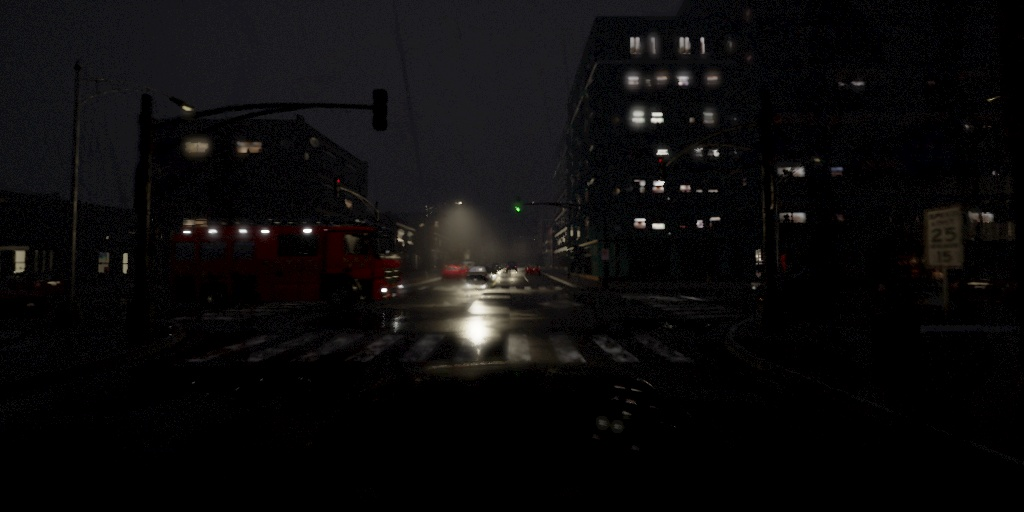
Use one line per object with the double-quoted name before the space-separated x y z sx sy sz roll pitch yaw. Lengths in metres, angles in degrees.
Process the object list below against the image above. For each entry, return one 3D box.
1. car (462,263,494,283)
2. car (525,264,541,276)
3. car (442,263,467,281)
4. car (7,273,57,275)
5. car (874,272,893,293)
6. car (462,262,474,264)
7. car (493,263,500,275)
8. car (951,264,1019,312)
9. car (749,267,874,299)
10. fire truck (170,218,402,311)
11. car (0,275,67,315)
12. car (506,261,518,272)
"car" -3.101 1.680 33.567 2.033 1.411 5.357 0 -1 0
"car" 2.682 1.733 46.855 1.967 1.591 4.097 0 0 0
"car" -5.773 1.700 35.424 1.888 1.381 4.507 0 0 0
"car" -29.318 1.740 21.438 4.097 1.591 1.967 0 0 1
"car" 19.473 1.438 20.963 4.507 1.381 1.888 0 0 1
"car" -5.698 1.768 41.105 1.888 1.381 4.507 0 0 0
"car" -3.091 1.888 49.569 1.994 1.385 4.181 0 -1 0
"car" 18.172 1.079 12.395 4.097 1.591 1.967 0 0 1
"car" 14.842 1.336 18.349 4.902 1.511 2.128 -1 -2 1
"fire truck" -9.314 0.287 15.474 8.468 3.827 2.891 -1 -1 1
"car" -19.296 1.493 12.712 4.507 1.381 1.888 0 0 1
"car" -0.013 2.014 63.102 1.812 1.442 4.674 0 -1 0
